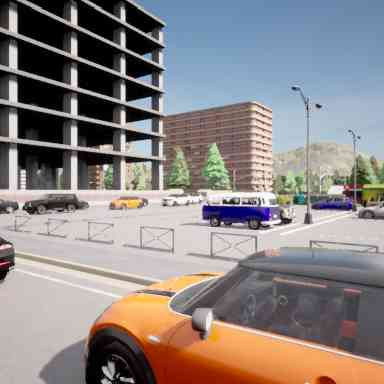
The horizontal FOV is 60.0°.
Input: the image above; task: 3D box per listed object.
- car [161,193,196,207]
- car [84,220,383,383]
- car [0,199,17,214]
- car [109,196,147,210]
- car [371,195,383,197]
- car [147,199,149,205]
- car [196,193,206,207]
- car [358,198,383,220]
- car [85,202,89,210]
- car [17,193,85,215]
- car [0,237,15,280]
[{"bbox_3d":[-2.328,1.170,50.944,2.150,2.045,5.566,0,0,35],"label":"car"},{"bbox_3d":[1.003,1.352,3.273,4.553,1.767,2.097,0,0,35],"label":"car"},{"bbox_3d":[-19.588,1.440,32.601,2.128,1.511,4.902,0,0,36],"label":"car"},{"bbox_3d":[-8.405,1.300,42.360,2.097,1.767,4.553,0,0,35],"label":"car"},{"bbox_3d":[17.787,1.154,29.390,4.605,1.855,1.932,0,0,36],"label":"car"},{"bbox_3d":[-8.422,1.440,48.402,2.128,1.511,4.902,0,0,35],"label":"car"},{"bbox_3d":[-0.291,1.174,59.809,2.150,2.045,5.566,0,0,36],"label":"car"},{"bbox_3d":[14.581,1.396,24.825,3.806,1.475,1.970,0,0,36],"label":"car"},{"bbox_3d":[-14.447,1.512,39.876,1.994,1.385,4.181,0,0,35],"label":"car"},{"bbox_3d":[-14.282,1.169,34.032,2.150,2.045,5.566,0,0,35],"label":"car"},{"bbox_3d":[-6.510,1.493,8.587,4.902,1.511,2.128,0,0,35],"label":"car"}]
